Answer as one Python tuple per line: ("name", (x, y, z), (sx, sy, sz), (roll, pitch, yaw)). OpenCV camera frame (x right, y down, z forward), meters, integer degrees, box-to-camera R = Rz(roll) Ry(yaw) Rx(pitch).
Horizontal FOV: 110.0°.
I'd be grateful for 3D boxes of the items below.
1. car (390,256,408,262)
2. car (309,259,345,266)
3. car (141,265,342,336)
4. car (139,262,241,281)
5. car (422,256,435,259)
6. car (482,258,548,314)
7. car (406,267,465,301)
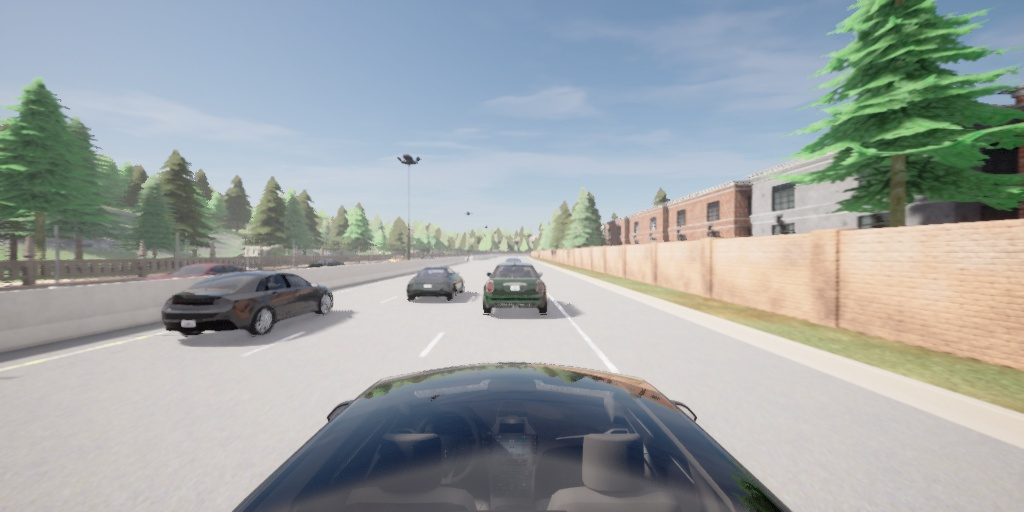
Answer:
("car", (-17.493, 0.701, 55.887), (1.882, 1.535, 5.008), (0, 0, 0))
("car", (-21.024, 0.968, 40.793), (1.895, 1.301, 4.718), (0, 1, 1))
("car", (-6.897, 1.173, 10.064), (1.837, 1.490, 4.892), (0, 1, 0))
("car", (-14.091, 1.083, 16.380), (1.882, 1.535, 5.008), (0, 1, 0))
("car", (-13.988, 0.738, 60.460), (1.812, 1.442, 4.674), (0, 1, 0))
("car", (0.096, 0.990, 13.238), (2.097, 1.767, 4.553), (0, 1, 0))
("car", (-3.397, 1.170, 16.502), (1.994, 1.385, 4.181), (0, 1, 0))
